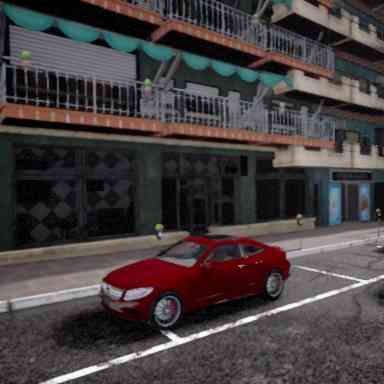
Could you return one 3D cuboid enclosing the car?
[{"bbox_3d":[0.281,1.563,6.775,4.206,1.307,1.802,0,-1,-35],"label":"car"}]
